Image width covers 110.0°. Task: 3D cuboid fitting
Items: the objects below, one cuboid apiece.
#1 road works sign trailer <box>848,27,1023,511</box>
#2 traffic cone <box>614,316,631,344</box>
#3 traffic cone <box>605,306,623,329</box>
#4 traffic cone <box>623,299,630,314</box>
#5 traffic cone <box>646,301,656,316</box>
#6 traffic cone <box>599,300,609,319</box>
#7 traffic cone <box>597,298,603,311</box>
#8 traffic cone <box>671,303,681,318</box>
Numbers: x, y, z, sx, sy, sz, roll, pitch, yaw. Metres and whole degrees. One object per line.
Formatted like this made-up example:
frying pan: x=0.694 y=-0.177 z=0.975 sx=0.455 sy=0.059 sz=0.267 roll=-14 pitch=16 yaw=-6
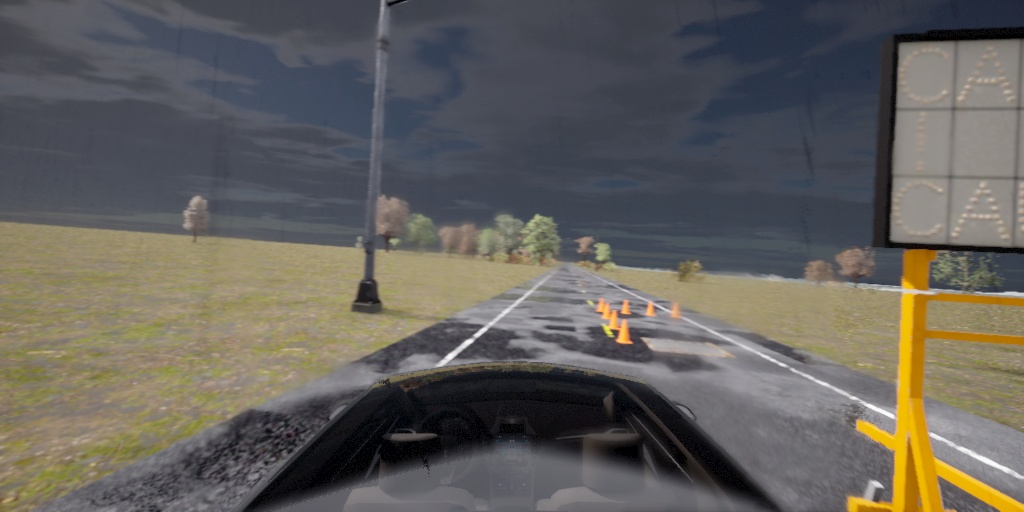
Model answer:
road works sign trailer: x=3.350 y=0.411 z=2.259 sx=2.380 sy=3.560 sz=2.880 roll=0 pitch=0 yaw=9
traffic cone: x=2.928 y=1.955 z=9.402 sx=0.340 sy=0.580 sz=0.340 roll=0 pitch=0 yaw=9
traffic cone: x=3.228 y=1.994 z=11.380 sx=0.340 sy=0.580 sz=0.340 roll=0 pitch=0 yaw=9
traffic cone: x=4.813 y=2.125 z=15.184 sx=0.340 sy=0.580 sz=0.340 roll=0 pitch=0 yaw=9
traffic cone: x=5.800 y=2.180 z=15.034 sx=0.340 sy=0.580 sz=0.340 roll=0 pitch=0 yaw=9
traffic cone: x=3.527 y=2.032 z=13.357 sx=0.340 sy=0.580 sz=0.340 roll=0 pitch=0 yaw=9
traffic cone: x=3.826 y=2.071 z=15.334 sx=0.340 sy=0.580 sz=0.340 roll=0 pitch=0 yaw=9
traffic cone: x=6.787 y=2.234 z=14.883 sx=0.340 sy=0.580 sz=0.340 roll=0 pitch=0 yaw=9
